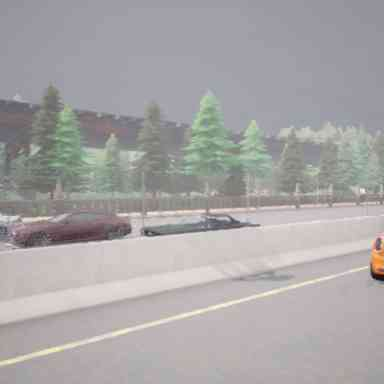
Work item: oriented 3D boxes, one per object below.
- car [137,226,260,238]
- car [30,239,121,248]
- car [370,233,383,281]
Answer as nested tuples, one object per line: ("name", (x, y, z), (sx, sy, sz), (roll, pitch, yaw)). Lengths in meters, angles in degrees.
("car", (0.344, 1.499, 12.798), (4.718, 1.301, 1.895), (0, 1, -35))
("car", (-4.715, 1.425, 13.518), (4.674, 1.442, 1.812), (0, 1, -35))
("car", (6.489, 1.277, 8.311), (4.553, 1.767, 2.097), (0, 1, -35))
